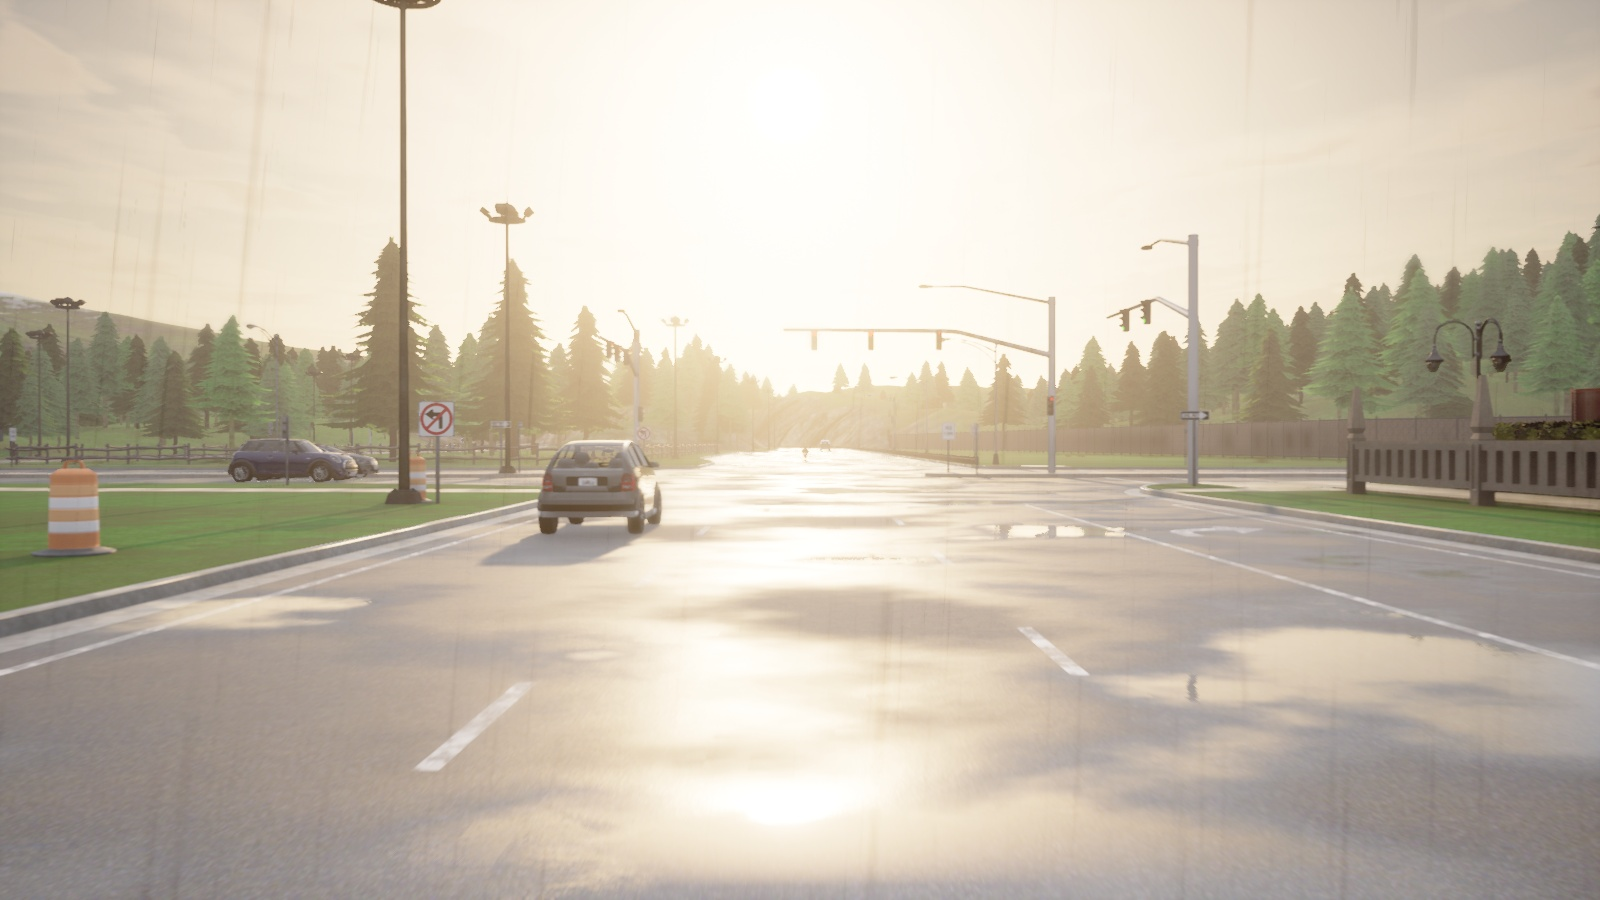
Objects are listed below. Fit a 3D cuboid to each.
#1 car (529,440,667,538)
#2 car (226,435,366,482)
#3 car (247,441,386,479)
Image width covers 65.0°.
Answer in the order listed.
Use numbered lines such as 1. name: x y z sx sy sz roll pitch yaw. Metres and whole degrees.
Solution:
1. car: -3.392 0.600 21.706 1.789 1.549 3.705 0 0 0
2. car: -19.372 0.317 48.373 4.553 1.767 2.097 0 0 1
3. car: -19.912 0.395 51.882 4.902 1.511 2.128 0 0 1
